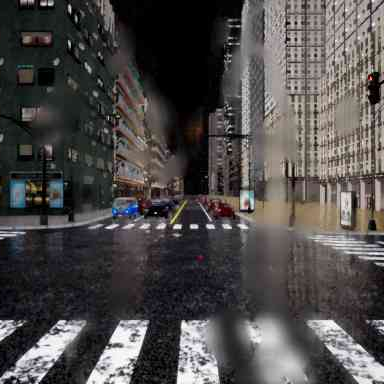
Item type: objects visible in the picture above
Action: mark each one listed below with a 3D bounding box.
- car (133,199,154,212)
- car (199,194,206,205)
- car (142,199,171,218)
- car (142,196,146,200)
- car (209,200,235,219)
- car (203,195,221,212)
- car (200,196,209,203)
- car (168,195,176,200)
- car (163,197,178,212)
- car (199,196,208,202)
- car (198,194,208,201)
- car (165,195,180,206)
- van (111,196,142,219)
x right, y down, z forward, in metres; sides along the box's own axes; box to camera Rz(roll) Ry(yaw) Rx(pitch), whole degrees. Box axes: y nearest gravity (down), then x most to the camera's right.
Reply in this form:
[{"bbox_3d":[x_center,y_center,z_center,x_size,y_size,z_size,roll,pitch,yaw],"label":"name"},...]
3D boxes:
[{"bbox_3d":[-5.674,1.562,39.492,1.887,1.381,4.507,0,0,0],"label":"car"},{"bbox_3d":[2.711,1.470,56.071,1.967,1.590,4.097,0,0,0],"label":"car"},{"bbox_3d":[-3.112,1.575,29.622,1.994,1.385,4.181,0,0,-2],"label":"car"},{"bbox_3d":[-5.674,1.329,33.964,2.192,1.841,5.009,0,0,0],"label":"car"},{"bbox_3d":[2.704,1.593,28.433,1.802,1.307,4.206,0,0,0],"label":"car"},{"bbox_3d":[2.708,1.457,39.489,1.967,1.590,4.097,0,0,0],"label":"car"},{"bbox_3d":[2.714,1.593,72.654,1.887,1.381,4.507,0,0,0],"label":"car"},{"bbox_3d":[-5.662,1.644,94.767,1.947,1.339,4.313,0,0,0],"label":"car"},{"bbox_3d":[-3.091,1.618,39.739,1.895,1.301,4.718,0,0,0],"label":"car"},{"bbox_3d":[2.715,1.637,78.182,1.802,1.307,4.206,0,0,0],"label":"car"},{"bbox_3d":[2.718,1.377,83.710,2.192,1.841,5.009,0,0,0],"label":"car"},{"bbox_3d":[-3.059,1.630,55.575,1.895,1.301,4.718,0,0,0],"label":"car"},{"bbox_3d":[-5.675,1.352,28.436,1.690,1.788,3.998,0,0,0],"label":"van"}]
